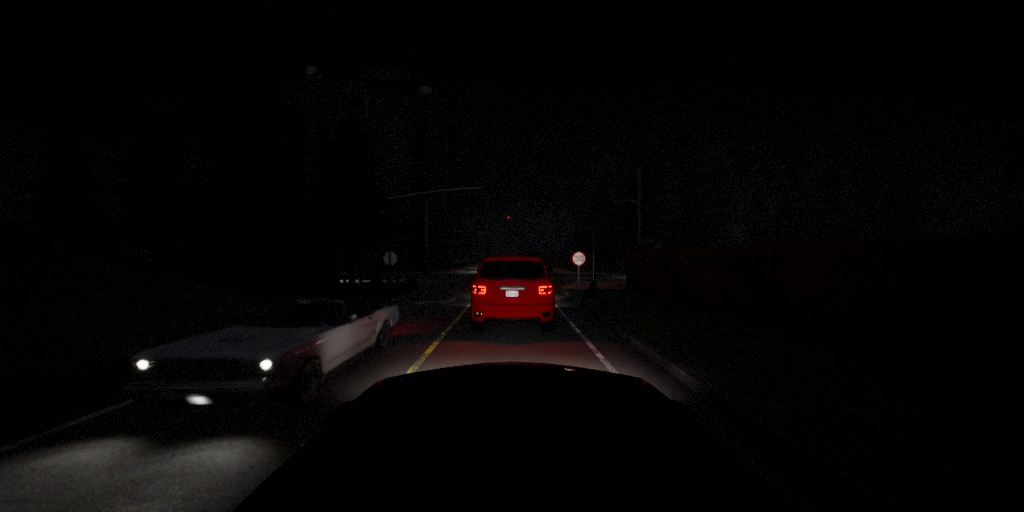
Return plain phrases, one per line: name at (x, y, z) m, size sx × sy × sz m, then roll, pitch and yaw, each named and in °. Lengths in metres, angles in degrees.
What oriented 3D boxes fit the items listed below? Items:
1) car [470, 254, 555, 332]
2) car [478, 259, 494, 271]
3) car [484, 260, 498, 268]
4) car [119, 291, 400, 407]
car at (0.053, 0.971, 11.005) m, size 2.150 × 2.045 × 5.566 m, roll 0°, pitch 0°, yaw 1°
car at (-3.533, 1.226, 50.056) m, size 1.882 × 1.535 × 5.008 m, roll 0°, pitch 0°, yaw 0°
car at (-3.506, 1.312, 59.981) m, size 1.994 × 1.385 × 4.181 m, roll 0°, pitch 0°, yaw 1°
car at (-3.600, 1.351, 6.334) m, size 1.895 × 1.301 × 4.718 m, roll 0°, pitch 0°, yaw 0°
